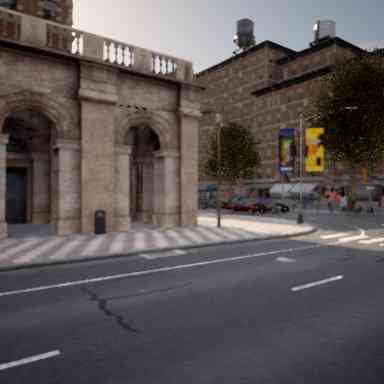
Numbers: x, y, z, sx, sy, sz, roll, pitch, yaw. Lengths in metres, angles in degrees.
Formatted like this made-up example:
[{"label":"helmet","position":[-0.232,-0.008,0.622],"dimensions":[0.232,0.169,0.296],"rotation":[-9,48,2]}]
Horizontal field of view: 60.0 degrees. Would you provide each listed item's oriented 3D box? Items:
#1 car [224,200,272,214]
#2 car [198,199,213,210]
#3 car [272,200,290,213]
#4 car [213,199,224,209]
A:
[{"label":"car","position":[6.075,1.693,36.793],"dimensions":[1.895,1.301,4.718],"rotation":[0,0,-35]},{"label":"car","position":[0.219,1.600,45.034],"dimensions":[1.837,1.490,4.892],"rotation":[0,0,-35]},{"label":"car","position":[9.182,1.668,38.464],"dimensions":[1.994,1.385,4.181],"rotation":[0,0,-35]},{"label":"car","position":[3.477,1.670,46.501],"dimensions":[1.994,1.385,4.181],"rotation":[0,0,-35]}]
